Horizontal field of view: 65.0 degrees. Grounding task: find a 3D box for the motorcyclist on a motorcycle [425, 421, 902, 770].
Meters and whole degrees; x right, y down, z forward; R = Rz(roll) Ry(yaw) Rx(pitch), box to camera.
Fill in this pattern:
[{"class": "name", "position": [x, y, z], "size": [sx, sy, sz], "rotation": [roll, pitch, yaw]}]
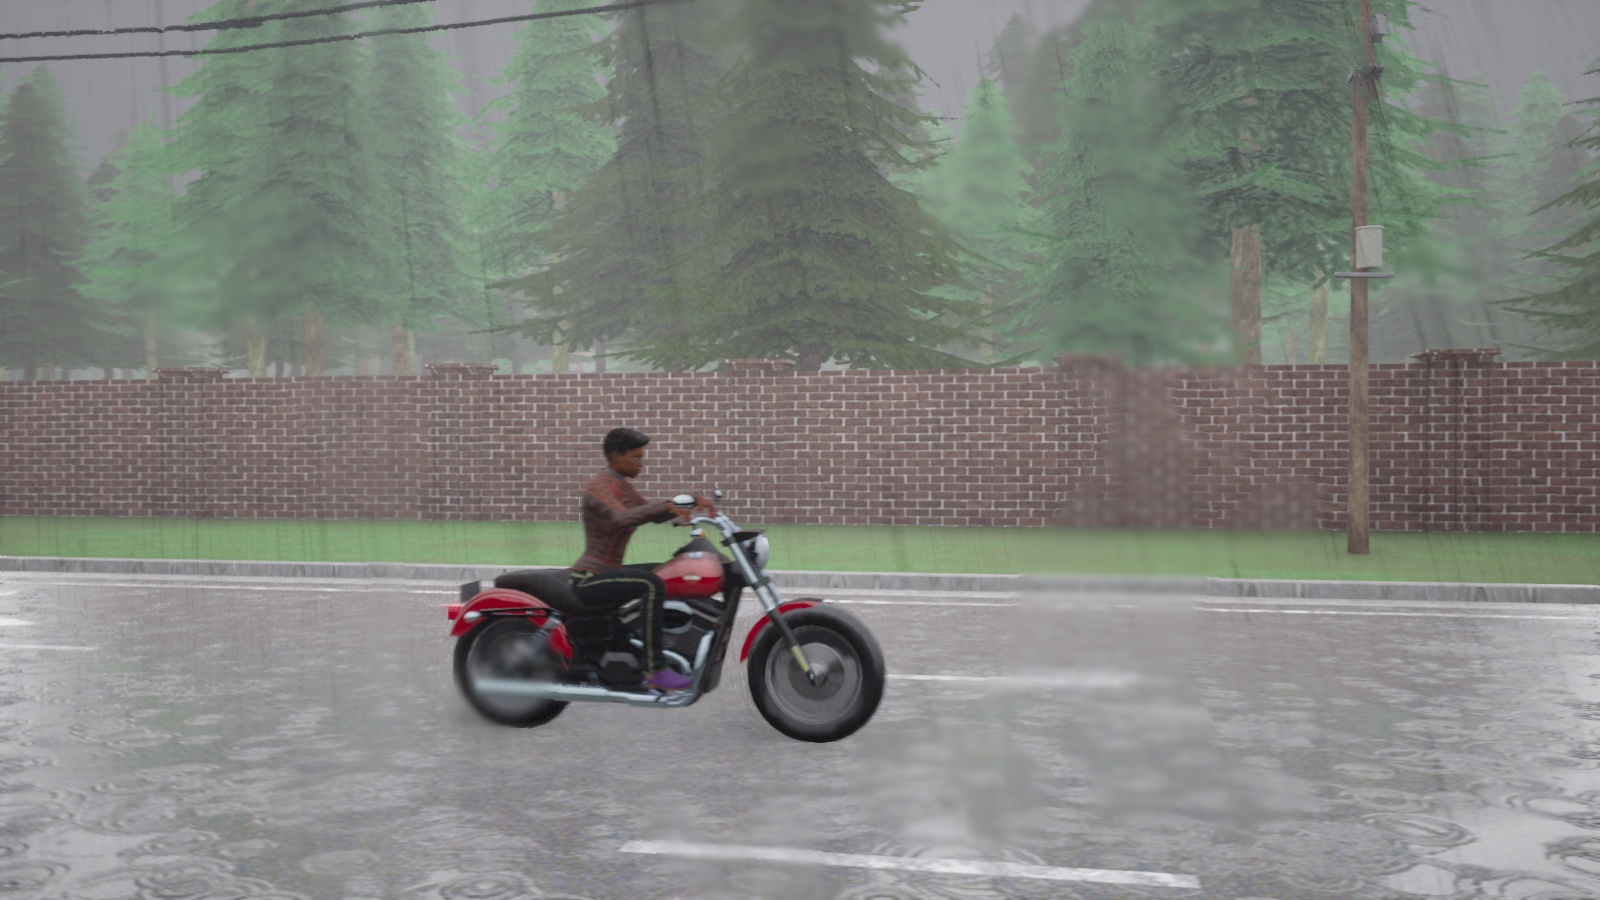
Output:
[{"class": "motorcyclist on a motorcycle", "position": [-0.689, 0.685, 6.579], "size": [2.350, 1.649, 0.766], "rotation": [1, 1, 11]}]
